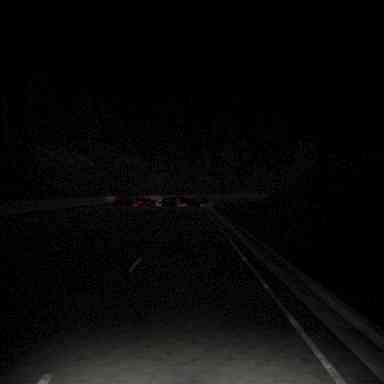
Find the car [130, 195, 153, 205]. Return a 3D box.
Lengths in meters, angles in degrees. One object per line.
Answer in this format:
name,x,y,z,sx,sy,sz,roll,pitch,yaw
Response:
car,-9.118,1.414,60.440,2.128,1.511,4.902,0,0,17

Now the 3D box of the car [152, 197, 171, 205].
car,-5.521,1.524,60.419,1.895,1.301,4.718,0,0,17

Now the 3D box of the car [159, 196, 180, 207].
car,-3.288,1.415,49.226,1.882,1.535,5.008,0,0,3

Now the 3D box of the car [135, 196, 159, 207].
car,-6.736,1.537,50.268,1.895,1.301,4.718,0,0,3

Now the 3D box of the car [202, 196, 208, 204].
car,1.499,1.451,59.551,1.812,1.442,4.674,0,0,17

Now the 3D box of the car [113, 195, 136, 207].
car,-10.433,1.287,50.610,2.097,1.767,4.553,0,0,2

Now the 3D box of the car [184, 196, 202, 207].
car,0.217,1.463,49.321,1.812,1.442,4.674,0,0,3

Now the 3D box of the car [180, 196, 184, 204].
car,-2.127,1.430,59.572,1.837,1.490,4.892,0,0,17
